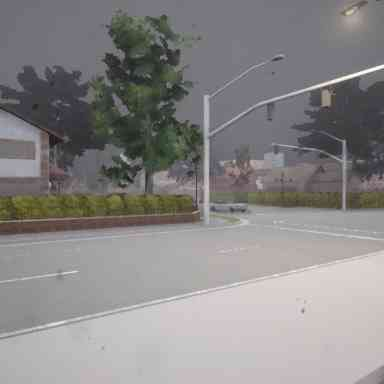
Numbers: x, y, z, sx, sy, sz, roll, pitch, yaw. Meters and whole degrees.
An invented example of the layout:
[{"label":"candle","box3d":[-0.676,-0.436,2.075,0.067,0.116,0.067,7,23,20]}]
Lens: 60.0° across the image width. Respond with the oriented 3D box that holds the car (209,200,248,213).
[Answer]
[{"label":"car","box3d":[3.869,1.510,36.329,1.895,1.301,4.718,0,0,-36]}]
